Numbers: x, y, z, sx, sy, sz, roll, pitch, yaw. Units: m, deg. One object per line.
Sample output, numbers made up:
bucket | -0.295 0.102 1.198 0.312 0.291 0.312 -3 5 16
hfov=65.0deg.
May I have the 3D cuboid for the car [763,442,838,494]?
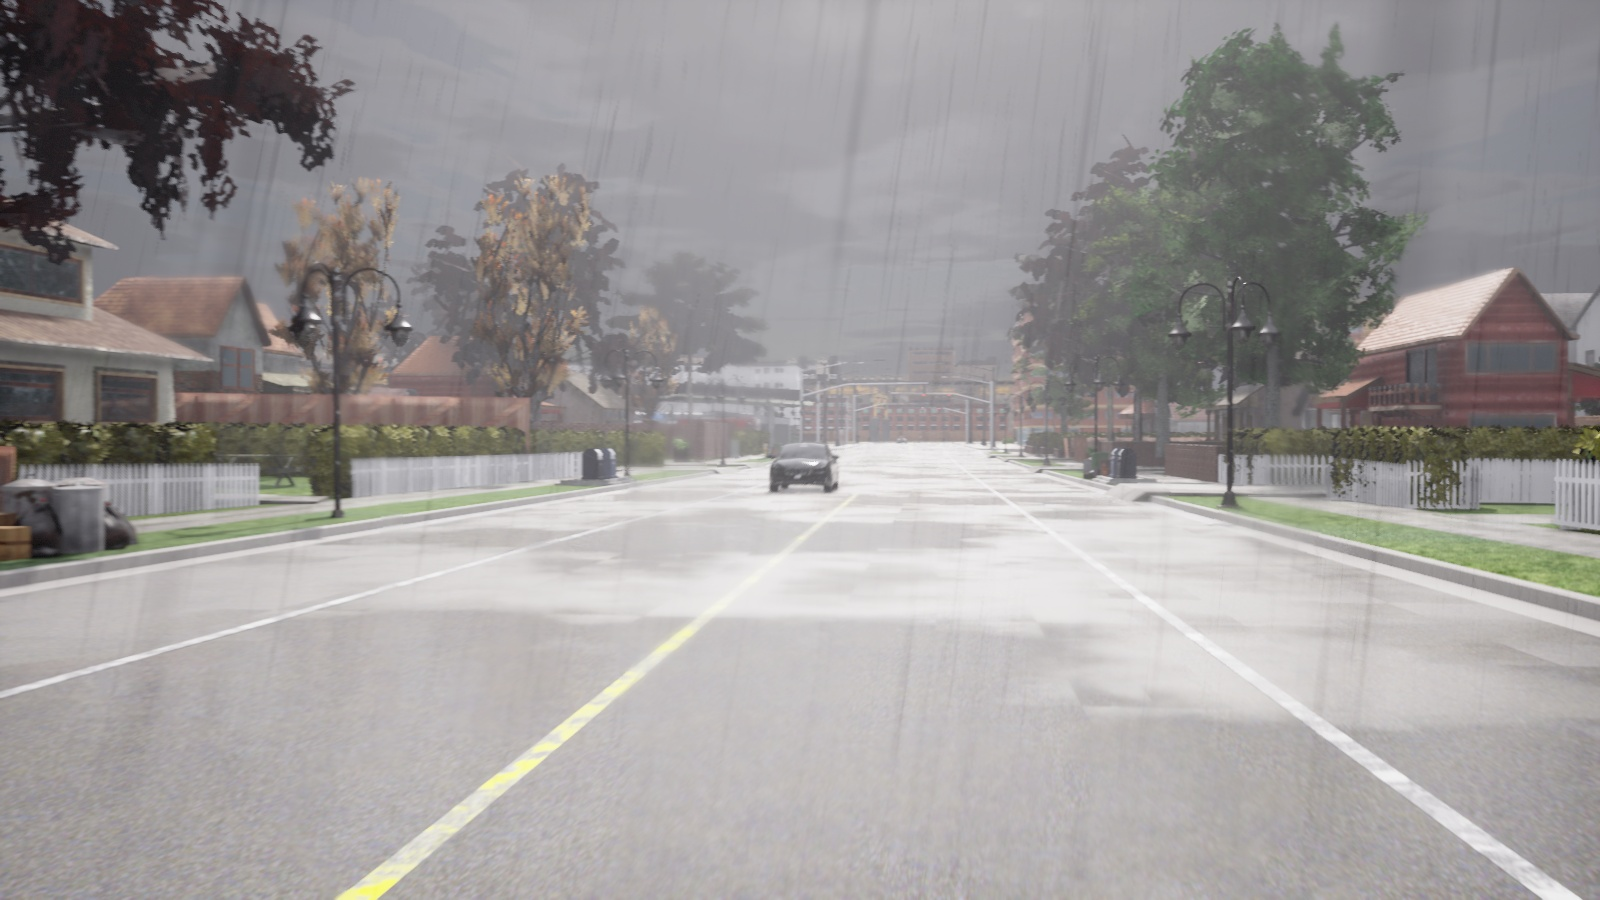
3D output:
car | 0.076 0.509 38.461 1.837 1.490 4.892 0 0 5
